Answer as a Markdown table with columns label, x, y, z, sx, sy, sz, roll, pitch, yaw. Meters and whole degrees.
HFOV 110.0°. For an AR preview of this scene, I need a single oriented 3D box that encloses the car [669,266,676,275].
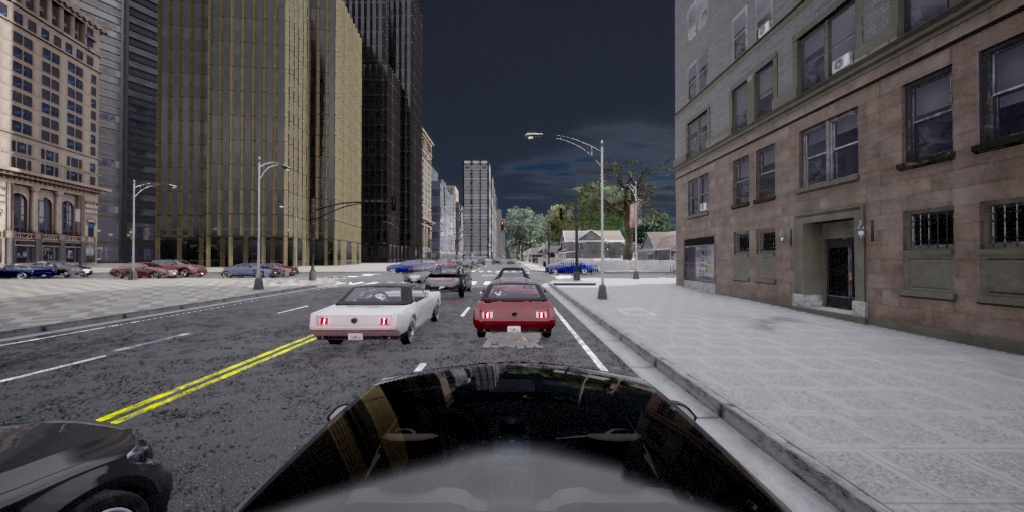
| label | x | y | z | sx | sy | sz | roll | pitch | yaw |
| --- | --- | --- | --- | --- | --- | --- | --- | --- | --- |
| car | 19.192 | 1.298 | 38.008 | 4.674 | 1.442 | 1.812 | 0 | -1 | 0 |

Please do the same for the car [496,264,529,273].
| label | x | y | z | sx | sy | sz | roll | pitch | yaw |
| --- | --- | --- | --- | --- | --- | --- | --- | --- | --- |
| car | 0.038 | 1.316 | 18.981 | 1.994 | 1.385 | 4.181 | 0 | 0 | 0 |

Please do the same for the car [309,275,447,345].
| label | x | y | z | sx | sy | sz | roll | pitch | yaw |
| --- | --- | --- | --- | --- | --- | --- | --- | --- | --- |
| car | -3.181 | 1.352 | 9.502 | 1.895 | 1.301 | 4.718 | 0 | 0 | 0 |

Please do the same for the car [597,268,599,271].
| label | x | y | z | sx | sy | sz | roll | pitch | yaw |
| --- | --- | --- | --- | --- | --- | --- | --- | --- | --- |
| car | 7.274 | 1.354 | 41.619 | 5.357 | 1.411 | 2.033 | 0 | -1 | 6 |

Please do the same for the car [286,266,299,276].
| label | x | y | z | sx | sy | sz | roll | pitch | yaw |
| --- | --- | --- | --- | --- | --- | --- | --- | --- | --- |
| car | -22.831 | 1.304 | 34.265 | 4.181 | 1.385 | 1.994 | 0 | -1 | -3 |

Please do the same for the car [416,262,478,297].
| label | x | y | z | sx | sy | sz | roll | pitch | yaw |
| --- | --- | --- | --- | --- | --- | --- | --- | --- | --- |
| car | -3.209 | 1.243 | 18.756 | 2.128 | 1.511 | 4.902 | 0 | 0 | 0 |

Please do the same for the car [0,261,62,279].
| label | x | y | z | sx | sy | sz | roll | pitch | yaw |
| --- | --- | --- | --- | --- | --- | --- | --- | --- | --- |
| car | -41.156 | 1.305 | 29.614 | 4.718 | 1.301 | 1.895 | 0 | -1 | -6 |

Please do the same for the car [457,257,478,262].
| label | x | y | z | sx | sy | sz | roll | pitch | yaw |
| --- | --- | --- | --- | --- | --- | --- | --- | --- | --- |
| car | -6.770 | 1.257 | 54.488 | 1.837 | 1.490 | 4.892 | 0 | 0 | 0 |

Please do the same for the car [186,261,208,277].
| label | x | y | z | sx | sy | sz | roll | pitch | yaw |
| --- | --- | --- | --- | --- | --- | --- | --- | --- | --- |
| car | -31.515 | 1.092 | 33.724 | 4.553 | 1.767 | 2.097 | 0 | -1 | -5 |

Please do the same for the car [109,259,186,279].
| label | x | y | z | sx | sy | sz | roll | pitch | yaw |
| --- | --- | --- | --- | --- | --- | --- | --- | --- | --- |
| car | -31.215 | 1.233 | 30.490 | 4.674 | 1.442 | 1.812 | 0 | -1 | -4 |

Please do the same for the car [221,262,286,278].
| label | x | y | z | sx | sy | sz | roll | pitch | yaw |
| --- | --- | --- | --- | --- | --- | --- | --- | --- | --- |
| car | -22.543 | 1.271 | 31.024 | 4.181 | 1.385 | 1.994 | 0 | -1 | -3 |

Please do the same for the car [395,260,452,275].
| label | x | y | z | sx | sy | sz | roll | pitch | yaw |
| --- | --- | --- | --- | --- | --- | --- | --- | --- | --- |
| car | -6.019 | 1.241 | 25.099 | 2.128 | 1.511 | 4.902 | 0 | 0 | 4 |

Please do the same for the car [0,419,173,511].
| label | x | y | z | sx | sy | sz | roll | pitch | yaw |
| --- | --- | --- | --- | --- | --- | --- | --- | --- | --- |
| car | -3.142 | 1.275 | 0.360 | 1.812 | 1.442 | 4.674 | 0 | 0 | 0 |

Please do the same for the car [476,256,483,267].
| label | x | y | z | sx | sy | sz | roll | pitch | yaw |
| --- | --- | --- | --- | --- | --- | --- | --- | --- | --- |
| car | -6.777 | 1.257 | 64.627 | 1.837 | 1.490 | 4.892 | 0 | 0 | 0 |

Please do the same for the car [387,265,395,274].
| label | x | y | z | sx | sy | sz | roll | pitch | yaw |
| --- | --- | --- | --- | --- | --- | --- | --- | --- | --- |
| car | -11.850 | 1.244 | 41.341 | 5.008 | 1.535 | 1.882 | -1 | 0 | -1 |

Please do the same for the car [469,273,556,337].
| label | x | y | z | sx | sy | sz | roll | pitch | yaw |
| --- | --- | --- | --- | --- | --- | --- | --- | --- | --- |
| car | 0.052 | 1.350 | 10.224 | 1.895 | 1.301 | 4.718 | 0 | 0 | 0 |

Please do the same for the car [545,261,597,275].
| label | x | y | z | sx | sy | sz | roll | pitch | yaw |
| --- | --- | --- | --- | --- | --- | --- | --- | --- | --- |
| car | 6.044 | 1.248 | 38.056 | 5.008 | 1.535 | 1.882 | 0 | -1 | 0 |

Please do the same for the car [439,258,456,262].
| label | x | y | z | sx | sy | sz | roll | pitch | yaw |
| --- | --- | --- | --- | --- | --- | --- | --- | --- | --- |
| car | -10.018 | 1.105 | 52.660 | 2.097 | 1.767 | 4.553 | 0 | 0 | 0 |

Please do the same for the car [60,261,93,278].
| label | x | y | z | sx | sy | sz | roll | pitch | yaw |
| --- | --- | --- | --- | --- | --- | --- | --- | --- | --- |
| car | -41.628 | 1.228 | 32.823 | 4.902 | 1.511 | 2.128 | 0 | -1 | -6 |
